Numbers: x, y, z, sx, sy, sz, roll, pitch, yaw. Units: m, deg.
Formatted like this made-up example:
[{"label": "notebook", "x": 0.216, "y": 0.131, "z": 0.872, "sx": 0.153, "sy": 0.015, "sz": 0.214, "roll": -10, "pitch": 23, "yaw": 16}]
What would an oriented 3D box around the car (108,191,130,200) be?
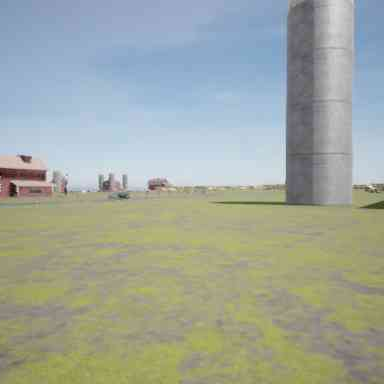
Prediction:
[{"label": "car", "x": -14.544, "y": 0.623, "z": 66.093, "sx": 2.097, "sy": 1.767, "sz": 4.553, "roll": 1, "pitch": 1, "yaw": 36}]
